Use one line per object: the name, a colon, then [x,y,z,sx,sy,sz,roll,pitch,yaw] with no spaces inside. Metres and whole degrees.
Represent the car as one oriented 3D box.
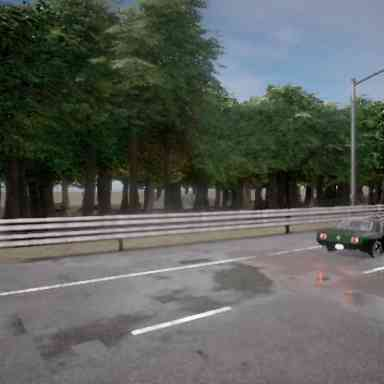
car: [7.123,1.699,13.231,4.718,1.301,1.895,0,0,-35]
